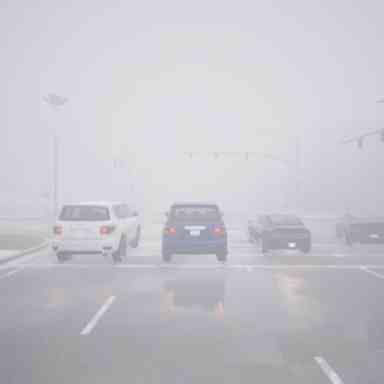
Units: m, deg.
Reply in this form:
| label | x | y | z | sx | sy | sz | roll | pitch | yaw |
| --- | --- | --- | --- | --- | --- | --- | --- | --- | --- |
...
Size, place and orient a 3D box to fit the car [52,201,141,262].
| label | x | y | z | sx | sy | sz | roll | pitch | yaw |
| --- | --- | --- | --- | --- | --- | --- | --- | --- | --- |
| car | -3.403 | 1.353 | 12.824 | 2.150 | 2.045 | 5.566 | 0 | 0 | 0 |

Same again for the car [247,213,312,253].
| label | x | y | z | sx | sy | sz | roll | pitch | yaw |
| --- | --- | --- | --- | --- | --- | --- | --- | --- | --- |
| car | 3.597 | 1.653 | 14.365 | 1.837 | 1.490 | 4.892 | 0 | 0 | 0 |

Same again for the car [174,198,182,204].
| label | x | y | z | sx | sy | sz | roll | pitch | yaw |
| --- | --- | --- | --- | --- | --- | --- | --- | --- | --- |
| car | -3.524 | 2.396 | 86.435 | 1.812 | 1.442 | 4.674 | 0 | -1 | 0 |

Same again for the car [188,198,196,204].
| label | x | y | z | sx | sy | sz | roll | pitch | yaw |
| --- | --- | --- | --- | --- | --- | --- | --- | --- | --- |
| car | -0.024 | 2.368 | 86.021 | 1.837 | 1.490 | 4.892 | 0 | -1 | 0 |

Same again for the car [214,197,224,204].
| label | x | y | z | sx | sy | sz | roll | pitch | yaw |
| --- | --- | --- | --- | --- | --- | --- | --- | --- | --- |
| car | 6.976 | 2.227 | 86.412 | 2.097 | 1.767 | 4.553 | 0 | -1 | 0 |

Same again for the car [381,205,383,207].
| label | x | y | z | sx | sy | sz | roll | pitch | yaw |
| --- | --- | --- | --- | --- | --- | --- | --- | --- | --- |
| car | 27.179 | 1.988 | 43.653 | 5.357 | 1.411 | 2.033 | 0 | -1 | 0 |

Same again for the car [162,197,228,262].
| label | x | y | z | sx | sy | sz | roll | pitch | yaw |
| --- | --- | --- | --- | --- | --- | --- | --- | --- | --- |
| car | 0.095 | 1.353 | 12.786 | 2.150 | 2.045 | 5.566 | 0 | 0 | 0 |

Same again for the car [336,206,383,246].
| label | x | y | z | sx | sy | sz | roll | pitch | yaw |
| --- | --- | --- | --- | --- | --- | --- | --- | --- | --- |
| car | 8.127 | 1.639 | 15.880 | 1.882 | 1.535 | 5.008 | -1 | -1 | 17 |
